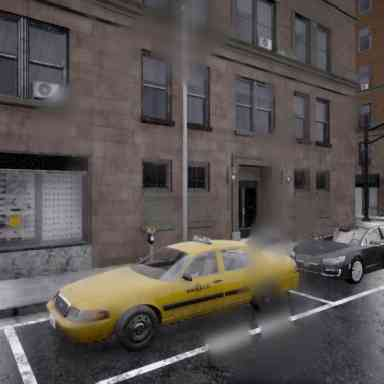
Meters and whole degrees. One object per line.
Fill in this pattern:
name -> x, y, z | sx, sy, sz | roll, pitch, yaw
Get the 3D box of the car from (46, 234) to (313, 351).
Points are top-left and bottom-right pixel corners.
car -> -0.033, 1.525, 6.161 | 4.829, 1.417, 1.752 | 0, 0, -35

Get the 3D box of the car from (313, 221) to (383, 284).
car -> 4.602, 1.551, 9.459 | 4.403, 1.369, 2.008 | 0, 0, -35
